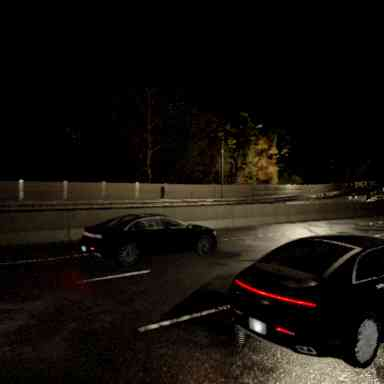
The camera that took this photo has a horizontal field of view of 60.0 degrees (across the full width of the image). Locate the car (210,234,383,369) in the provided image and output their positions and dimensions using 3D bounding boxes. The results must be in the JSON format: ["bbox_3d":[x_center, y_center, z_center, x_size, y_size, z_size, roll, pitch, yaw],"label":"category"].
[{"bbox_3d":[2.834,1.506,5.767,4.892,1.490,1.837,0,0,-35],"label":"car"}]

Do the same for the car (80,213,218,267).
[{"bbox_3d":[-1.274,1.493,11.434,4.902,1.511,2.128,0,0,-36],"label":"car"}]
